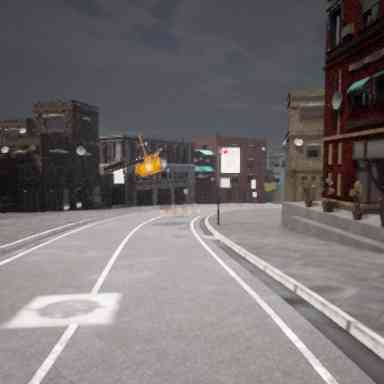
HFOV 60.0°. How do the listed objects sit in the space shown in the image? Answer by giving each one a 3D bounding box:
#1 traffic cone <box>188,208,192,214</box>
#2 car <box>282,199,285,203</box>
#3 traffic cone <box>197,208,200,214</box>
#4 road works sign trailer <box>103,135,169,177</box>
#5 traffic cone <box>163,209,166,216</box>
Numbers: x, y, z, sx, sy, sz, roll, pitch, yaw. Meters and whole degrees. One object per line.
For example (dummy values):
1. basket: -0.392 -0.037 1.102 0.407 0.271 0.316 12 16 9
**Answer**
1. traffic cone: -0.207 2.059 36.342 0.340 0.580 0.340 5 5 5
2. car: 21.289 1.948 69.293 5.566 2.045 2.150 2 3 -30
3. traffic cone: 0.780 2.088 36.254 0.340 0.580 0.340 4 4 5
4. road works sign trailer: -3.773 -2.087 21.349 2.380 2.880 3.560 -13 9 36
5. traffic cone: -2.798 2.029 30.604 0.340 0.580 0.340 1 -1 6
